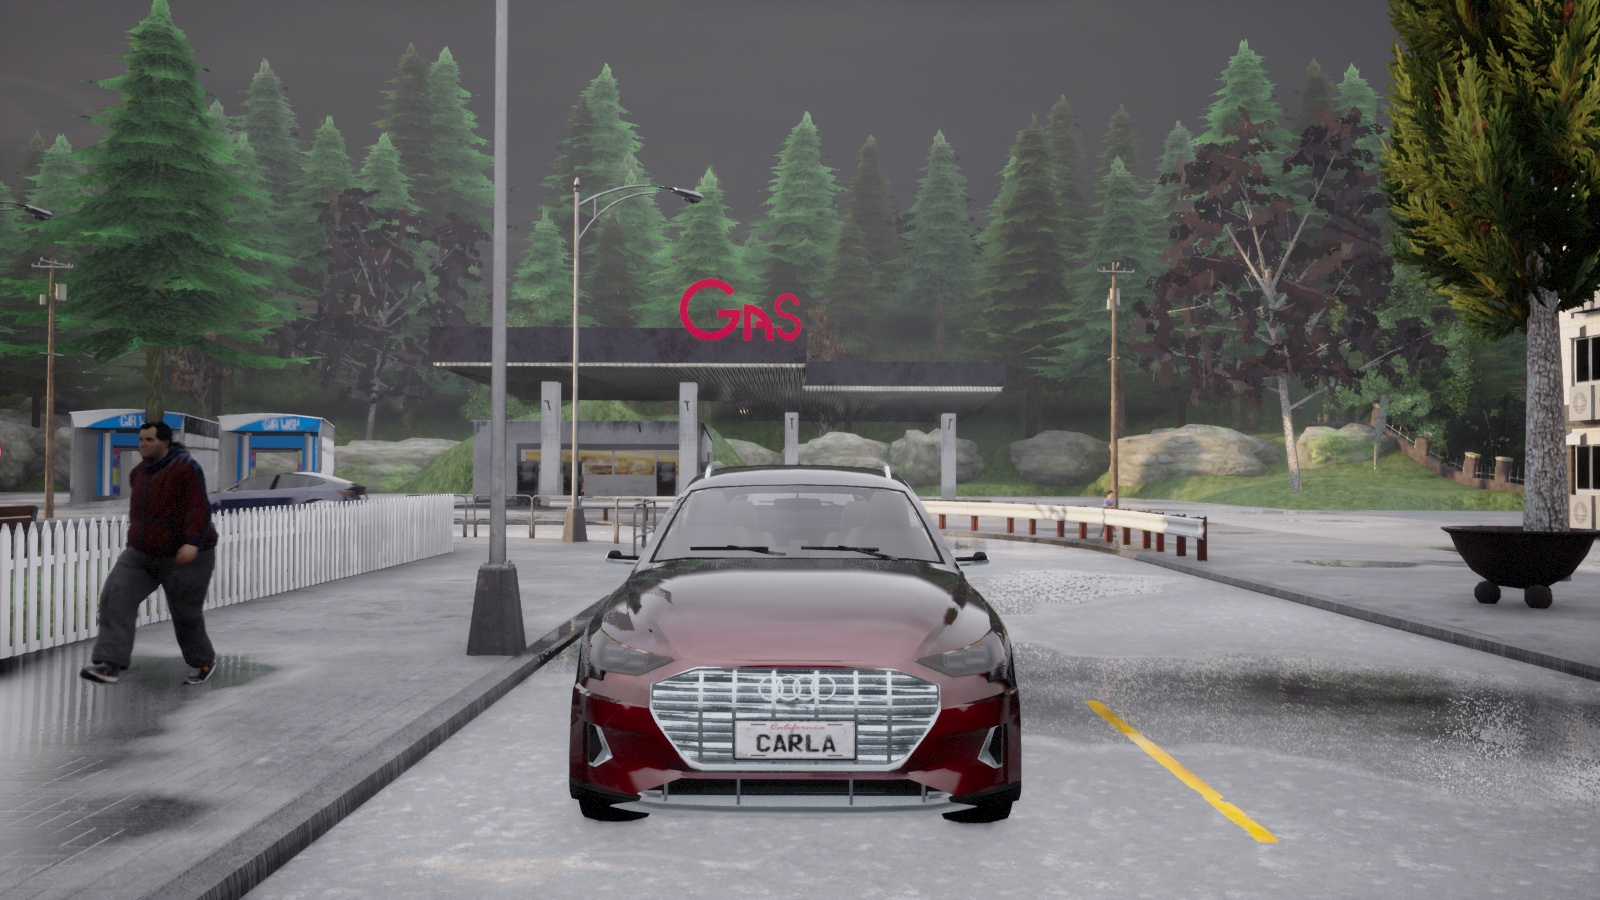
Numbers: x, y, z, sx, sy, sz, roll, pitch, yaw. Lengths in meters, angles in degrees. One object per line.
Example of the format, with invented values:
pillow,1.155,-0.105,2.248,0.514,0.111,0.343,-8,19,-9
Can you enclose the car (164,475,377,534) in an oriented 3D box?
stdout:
car,-14.101,1.435,33.663,4.792,1.488,2.163,0,-1,0

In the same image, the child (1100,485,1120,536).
child,6.861,1.343,27.812,0.255,1.110,0.394,0,-1,-17

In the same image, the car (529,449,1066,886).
car,-0.007,0.865,7.197,2.033,1.649,4.856,0,-1,0

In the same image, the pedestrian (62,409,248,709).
pedestrian,-4.209,0.679,8.246,0.634,1.844,0.899,-1,-1,17
